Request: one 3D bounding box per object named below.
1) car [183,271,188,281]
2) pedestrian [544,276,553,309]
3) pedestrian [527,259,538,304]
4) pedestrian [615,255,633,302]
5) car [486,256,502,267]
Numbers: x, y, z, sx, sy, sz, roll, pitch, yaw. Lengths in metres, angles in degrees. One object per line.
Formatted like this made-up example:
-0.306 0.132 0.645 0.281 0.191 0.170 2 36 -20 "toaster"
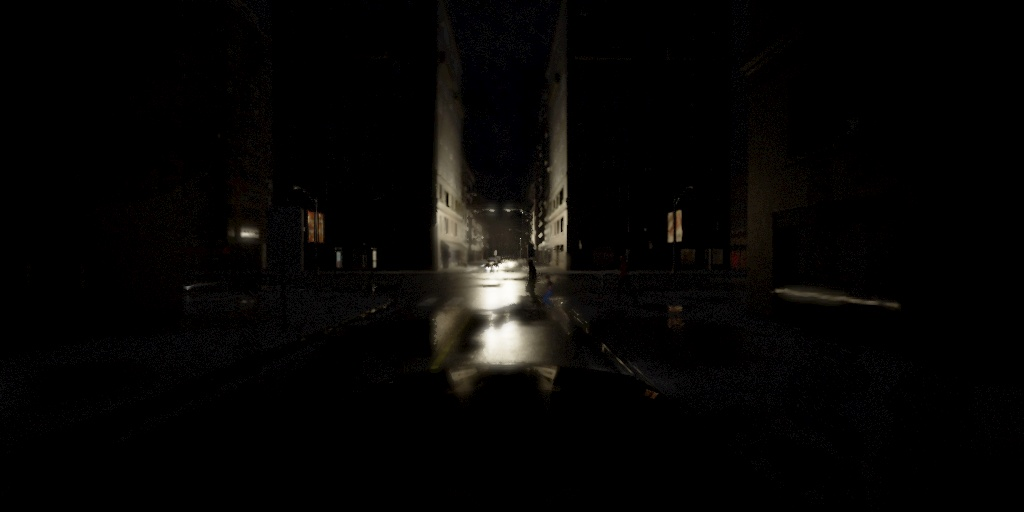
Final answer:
-24.171 1.151 23.478 4.892 1.490 1.837 0 0 0 "car"
1.386 1.249 12.941 0.375 1.300 0.375 0 0 0 "pedestrian"
0.804 0.962 14.138 0.375 1.860 0.375 0 0 0 "pedestrian"
4.235 0.814 13.535 0.375 1.860 0.375 0 0 0 "pedestrian"
-2.950 0.911 54.576 2.128 1.511 4.902 0 0 1 "car"
